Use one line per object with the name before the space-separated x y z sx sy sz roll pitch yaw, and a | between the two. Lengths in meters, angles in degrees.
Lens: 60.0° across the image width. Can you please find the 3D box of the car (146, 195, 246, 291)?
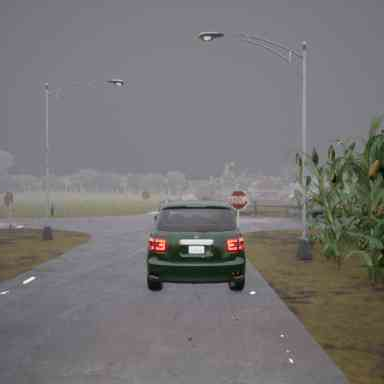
car | 0.087 1.217 9.161 2.150 2.045 5.566 0 0 0

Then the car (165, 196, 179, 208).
car | -2.929 1.468 50.280 1.882 1.535 5.008 0 0 0

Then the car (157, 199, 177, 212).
car | -2.921 1.553 39.842 1.994 1.385 4.181 0 0 0

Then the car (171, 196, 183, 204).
car | -2.915 1.558 64.389 1.994 1.385 4.181 0 0 1

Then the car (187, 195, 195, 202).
car | -0.149 1.478 79.576 1.882 1.535 5.008 0 0 0

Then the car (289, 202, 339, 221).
car | 10.163 1.469 26.077 4.902 1.511 2.128 0 2 -4

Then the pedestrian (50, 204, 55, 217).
pedestrian | -12.236 1.613 29.176 0.500 1.100 0.500 0 2 0
